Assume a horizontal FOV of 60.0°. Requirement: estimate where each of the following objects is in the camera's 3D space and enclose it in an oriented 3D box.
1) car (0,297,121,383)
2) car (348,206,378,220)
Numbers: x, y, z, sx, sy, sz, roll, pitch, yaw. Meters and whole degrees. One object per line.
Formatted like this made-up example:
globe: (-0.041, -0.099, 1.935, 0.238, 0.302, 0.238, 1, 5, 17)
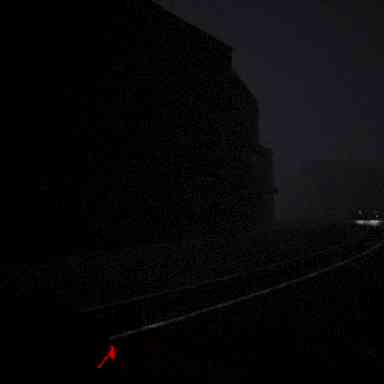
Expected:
car: (-2.640, 1.577, 2.368, 4.181, 1.385, 1.994, 0, 0, -37)
car: (20.491, 2.440, 39.989, 2.097, 1.767, 4.553, -2, -3, 9)
